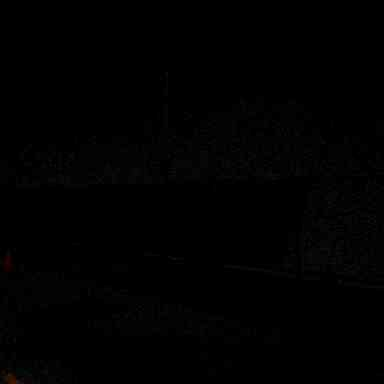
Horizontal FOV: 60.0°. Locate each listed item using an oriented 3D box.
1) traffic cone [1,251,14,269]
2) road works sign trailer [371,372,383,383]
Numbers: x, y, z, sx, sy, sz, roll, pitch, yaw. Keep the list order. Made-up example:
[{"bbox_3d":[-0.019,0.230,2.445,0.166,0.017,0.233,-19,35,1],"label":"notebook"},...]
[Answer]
[{"bbox_3d":[-6.423,2.348,11.642,0.340,0.580,0.340,-1,-3,38],"label":"traffic cone"},{"bbox_3d":[3.059,0.642,2.692,2.880,3.560,2.380,-1,-3,38],"label":"road works sign trailer"}]
